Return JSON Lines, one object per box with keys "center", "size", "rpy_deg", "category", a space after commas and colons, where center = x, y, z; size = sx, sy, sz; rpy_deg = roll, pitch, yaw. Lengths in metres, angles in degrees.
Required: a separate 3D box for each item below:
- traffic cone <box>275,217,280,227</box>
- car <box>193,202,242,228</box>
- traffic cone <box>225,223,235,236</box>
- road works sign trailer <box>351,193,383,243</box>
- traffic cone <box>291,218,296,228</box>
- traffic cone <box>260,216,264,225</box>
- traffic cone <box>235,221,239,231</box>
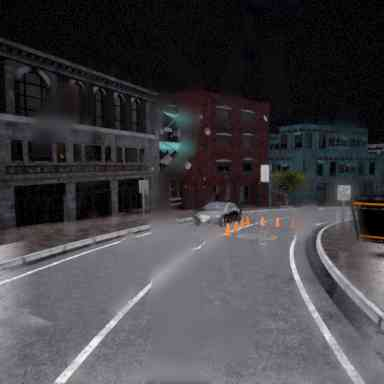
{"center": [5.674, 1.971, 22.019], "size": [0.340, 0.580, 0.340], "rpy_deg": [2, 1, 18], "category": "traffic cone"}
{"center": [1.778, 1.384, 21.479], "size": [2.128, 1.511, 4.902], "rpy_deg": [2, 1, 27], "category": "car"}
{"center": [1.844, 1.904, 16.996], "size": [0.340, 0.580, 0.340], "rpy_deg": [2, 0, 19], "category": "traffic cone"}
{"center": [7.116, 1.155, 10.558], "size": [3.560, 2.380, 2.880], "rpy_deg": [2, 45, 37], "category": "road works sign trailer"}
{"center": [6.620, 2.009, 21.699], "size": [0.340, 0.580, 0.340], "rpy_deg": [2, 1, 19], "category": "traffic cone"}
{"center": [4.734, 1.933, 22.341], "size": [0.340, 0.580, 0.340], "rpy_deg": [2, 1, 19], "category": "traffic cone"}
{"center": [2.494, 1.903, 18.887], "size": [0.340, 0.580, 0.340], "rpy_deg": [2, 1, 19], "category": "traffic cone"}
